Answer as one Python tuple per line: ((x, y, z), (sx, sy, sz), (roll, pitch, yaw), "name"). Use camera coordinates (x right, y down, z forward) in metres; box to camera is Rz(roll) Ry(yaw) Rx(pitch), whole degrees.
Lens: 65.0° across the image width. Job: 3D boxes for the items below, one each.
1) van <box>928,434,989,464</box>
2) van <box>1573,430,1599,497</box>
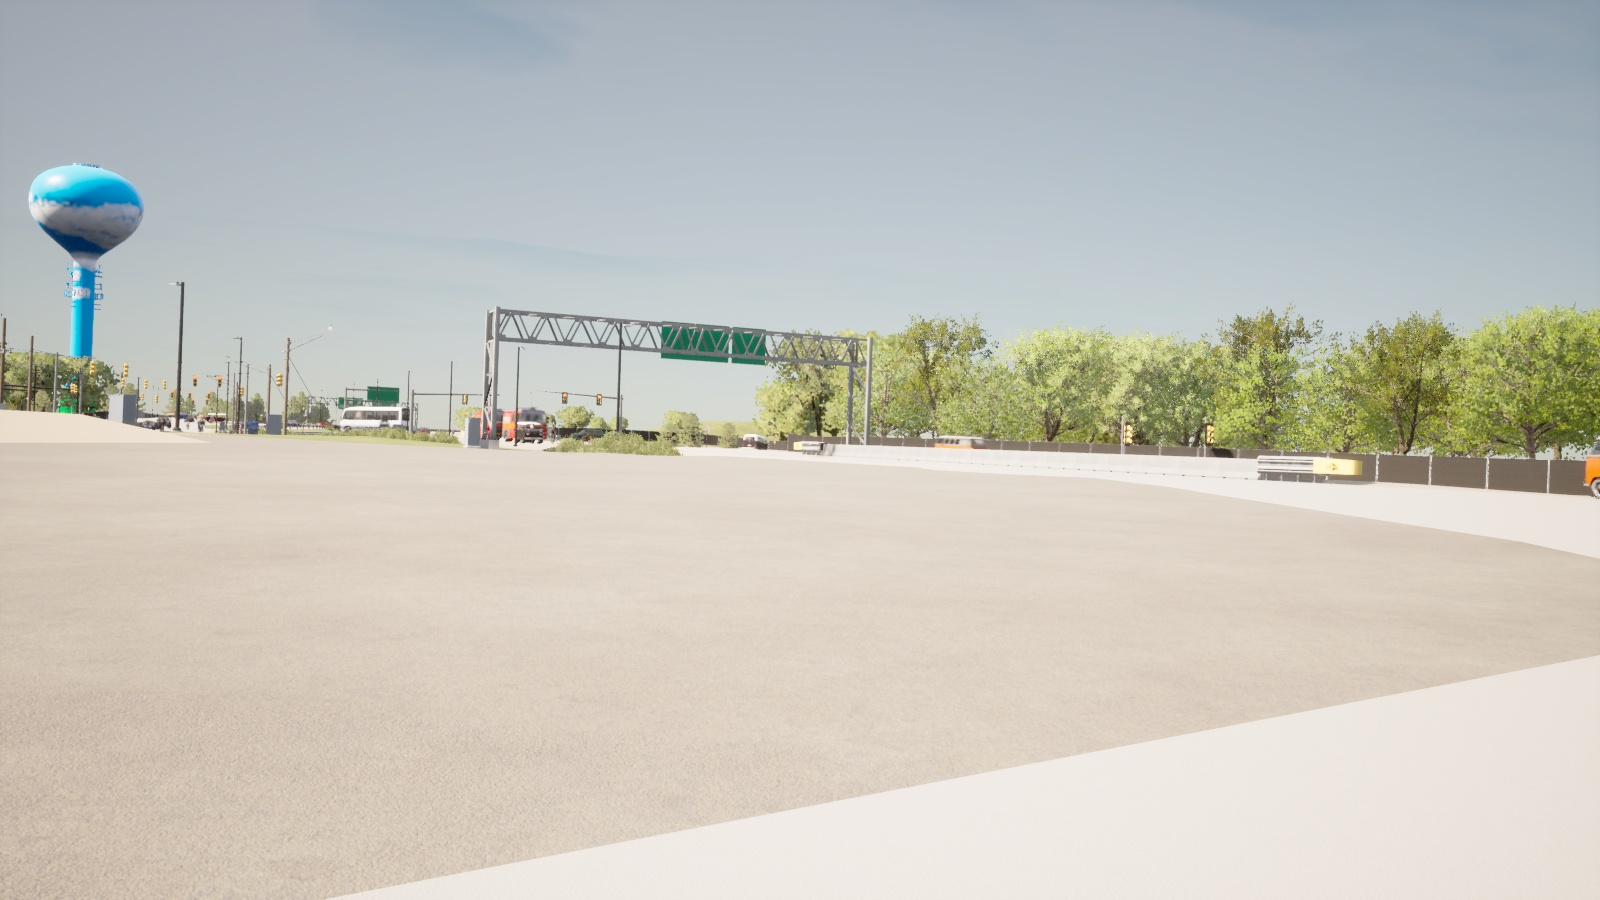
((11.483, -0.056, 91.048), (1.775, 1.987, 4.442), (2, 1, -35), "van")
((25.020, 0.435, 36.809), (1.775, 1.987, 4.442), (2, 0, -3), "van")
